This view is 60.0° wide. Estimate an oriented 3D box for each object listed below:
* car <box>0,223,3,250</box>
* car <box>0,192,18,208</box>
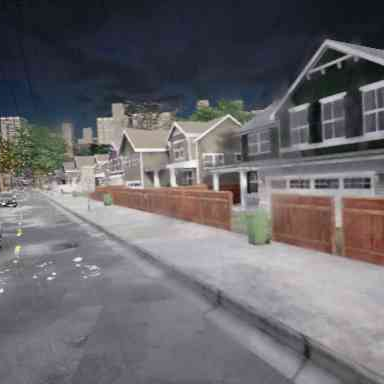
[{"bbox_3d":[-6.855,1.442,9.992,1.895,1.301,4.718,-4,3,-27],"label":"car"},{"bbox_3d":[-18.392,0.787,32.846,1.837,1.490,4.892,-4,3,-27],"label":"car"}]
